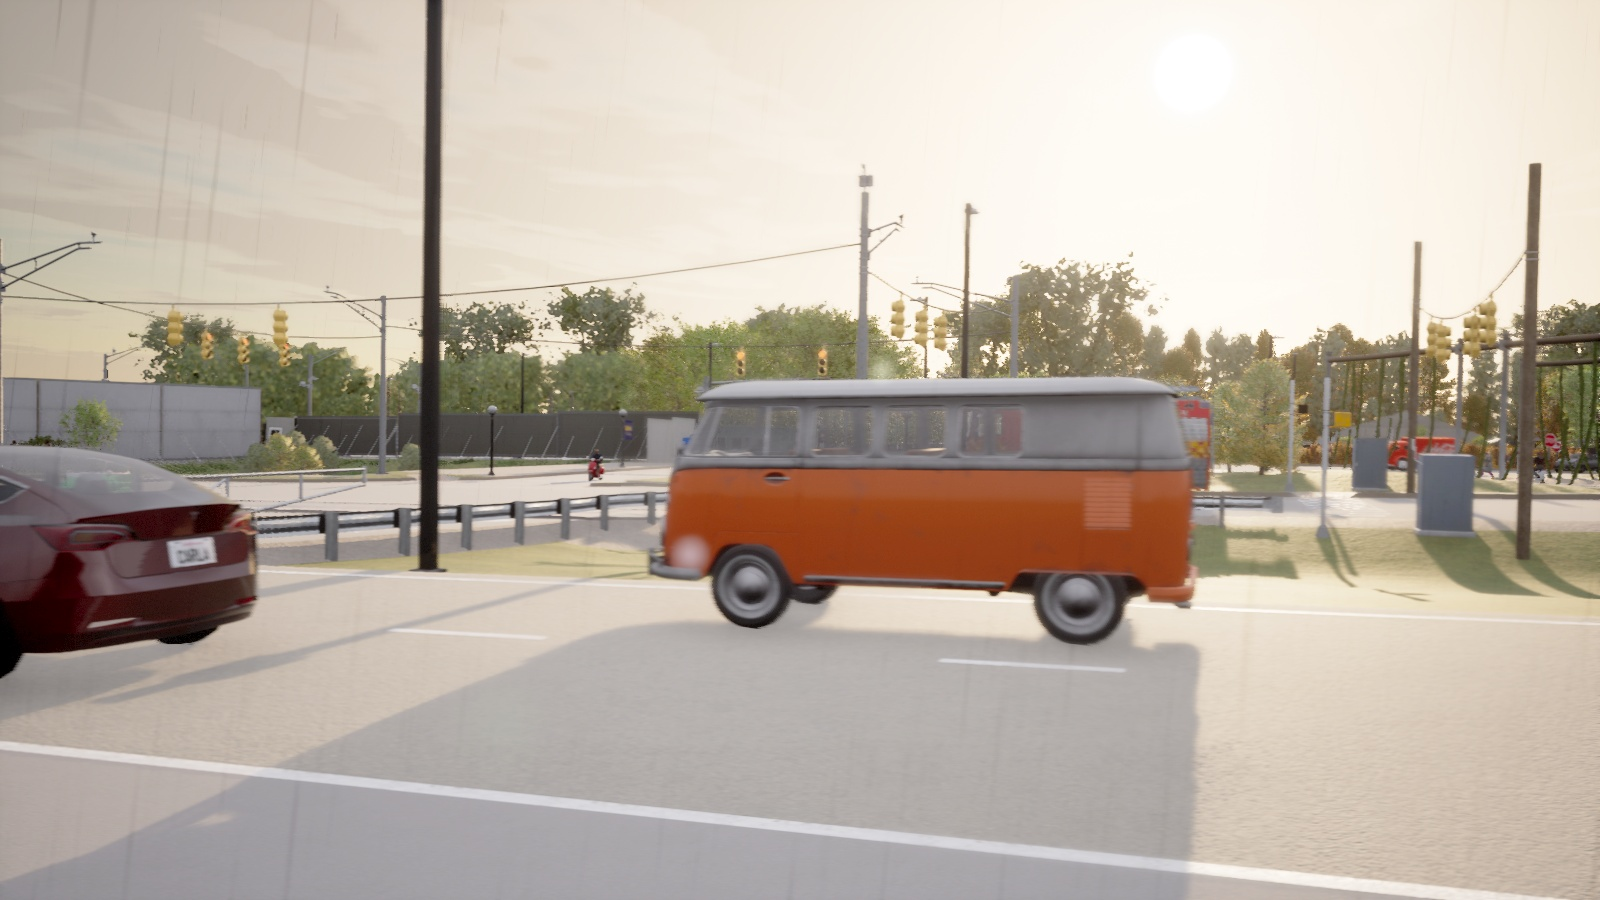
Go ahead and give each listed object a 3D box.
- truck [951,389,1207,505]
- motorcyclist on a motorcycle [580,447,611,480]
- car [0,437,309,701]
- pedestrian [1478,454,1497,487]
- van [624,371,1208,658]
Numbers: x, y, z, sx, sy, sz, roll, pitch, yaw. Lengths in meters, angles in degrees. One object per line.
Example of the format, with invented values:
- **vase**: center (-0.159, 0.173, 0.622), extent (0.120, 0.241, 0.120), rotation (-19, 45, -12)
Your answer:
- **truck**: center (9.734, -0.145, 43.854), extent (8.468, 3.827, 2.891), rotation (0, 1, 18)
- **motorcyclist on a motorcycle**: center (-10.123, 0.671, 62.201), extent (0.866, 1.590, 1.817), rotation (1, 1, 13)
- **car**: center (-6.230, 0.658, 8.971), extent (4.792, 1.488, 2.163), rotation (1, 1, 19)
- **pedestrian**: center (42.425, 1.248, 77.526), extent (0.873, 1.952, 0.659), rotation (2, 1, 19)
- **van**: center (0.973, 0.418, 10.243), extent (4.442, 1.987, 1.775), rotation (1, 1, 19)
